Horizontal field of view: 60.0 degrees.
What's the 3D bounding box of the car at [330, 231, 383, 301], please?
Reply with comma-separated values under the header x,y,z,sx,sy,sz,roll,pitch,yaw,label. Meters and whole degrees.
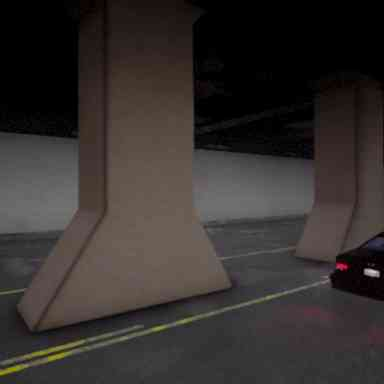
x,y,z,sx,sy,sz,roll,pitch,yaw,label
5.350,1.539,7.645,5.357,1.411,2.033,0,0,-36,car
